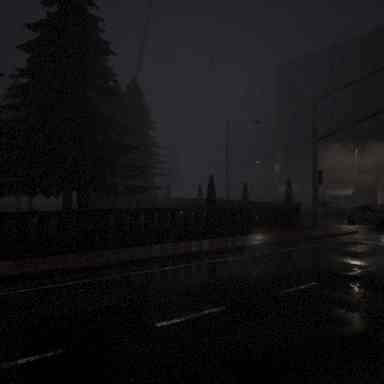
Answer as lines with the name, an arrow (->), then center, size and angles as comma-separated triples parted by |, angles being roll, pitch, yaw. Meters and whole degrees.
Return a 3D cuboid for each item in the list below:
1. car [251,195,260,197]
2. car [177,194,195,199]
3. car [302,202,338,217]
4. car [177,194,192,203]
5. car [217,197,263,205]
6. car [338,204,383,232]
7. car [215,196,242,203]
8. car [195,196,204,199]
car -> 14.852, 1.469, 77.601 | 1.812, 1.442, 4.674 | 0, 0, 40
car -> -1.425, 1.438, 47.311 | 2.128, 1.511, 4.902 | 0, 0, -11
car -> 11.868, 1.545, 28.292 | 1.895, 1.301, 4.718 | 0, 0, -34
car -> -1.488, 1.294, 67.473 | 2.097, 1.767, 4.553 | 0, 0, 14
car -> 4.759, 1.470, 32.823 | 1.812, 1.442, 4.674 | 0, 0, -31
car -> 11.262, 1.496, 20.226 | 1.812, 1.442, 4.674 | 1, 1, -8
car -> 3.906, 1.422, 41.764 | 1.882, 1.535, 5.008 | 0, 0, -21
car -> 0.931, 1.422, 56.524 | 1.882, 1.535, 5.008 | 0, 0, 1
